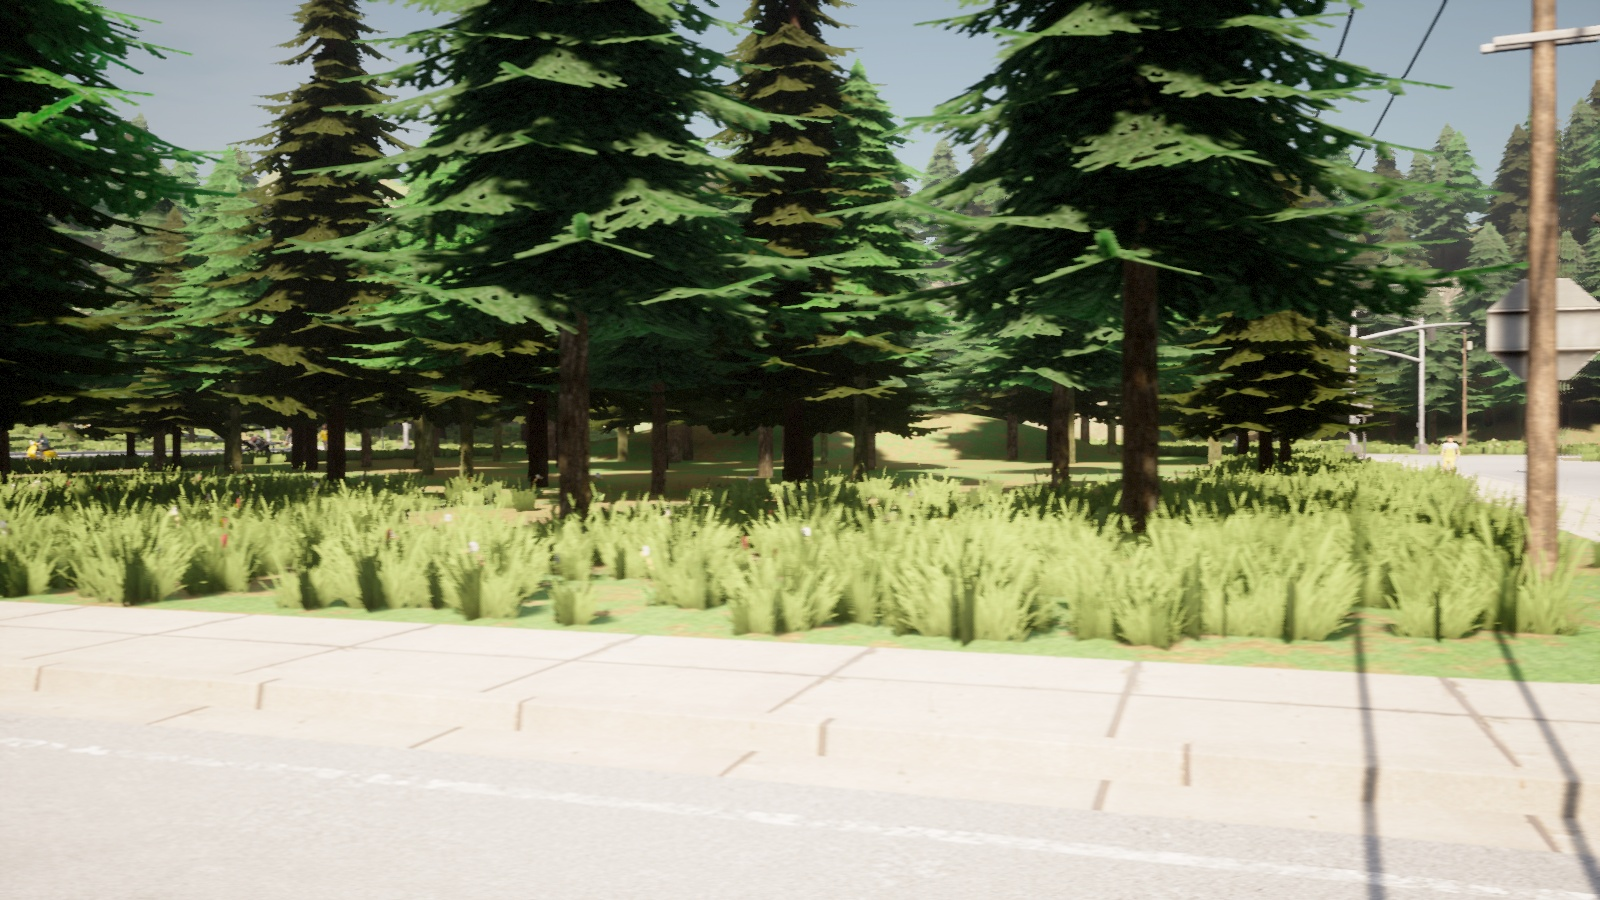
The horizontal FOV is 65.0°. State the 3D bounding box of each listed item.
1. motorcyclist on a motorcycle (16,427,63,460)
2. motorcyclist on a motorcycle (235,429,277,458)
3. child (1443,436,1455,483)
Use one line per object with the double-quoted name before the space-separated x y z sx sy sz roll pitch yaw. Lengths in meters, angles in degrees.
"motorcyclist on a motorcycle" -36.614 -0.321 60.483 0.866 1.590 1.817 1 1 19
"motorcyclist on a motorcycle" -29.862 -0.352 68.977 0.866 1.530 2.191 1 2 20
"child" 17.653 0.258 34.159 0.270 1.263 0.437 1 1 27
